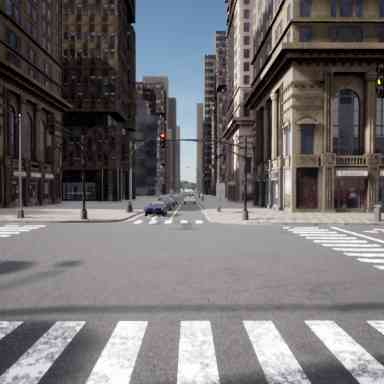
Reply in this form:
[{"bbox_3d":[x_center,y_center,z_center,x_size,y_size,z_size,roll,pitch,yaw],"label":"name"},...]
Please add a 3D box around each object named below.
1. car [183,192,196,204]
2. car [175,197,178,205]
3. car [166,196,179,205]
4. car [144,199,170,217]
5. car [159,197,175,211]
[{"bbox_3d":[-0.421,1.208,62.379,2.150,2.045,5.566,0,0,0],"label":"car"},{"bbox_3d":[-3.518,1.514,50.207,1.812,1.442,4.674,0,0,-1],"label":"car"},{"bbox_3d":[-3.562,1.534,60.884,2.033,1.411,5.357,0,0,0],"label":"car"},{"bbox_3d":[-3.375,1.593,31.547,1.895,1.301,4.718,0,0,-1],"label":"car"},{"bbox_3d":[-3.455,1.495,40.877,1.837,1.490,4.892,0,0,-1],"label":"car"}]
